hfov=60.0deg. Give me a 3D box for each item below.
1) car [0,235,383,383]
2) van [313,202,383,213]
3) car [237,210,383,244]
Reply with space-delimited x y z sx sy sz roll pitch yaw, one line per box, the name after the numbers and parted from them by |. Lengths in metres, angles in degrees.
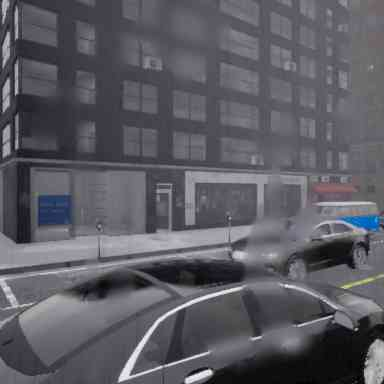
0.304 1.503 3.527 4.892 1.490 1.837 1 0 -36 | car
7.074 1.342 15.444 3.998 1.788 1.690 0 0 -36 | van
3.182 1.491 9.511 4.902 1.511 2.128 0 0 -35 | car
